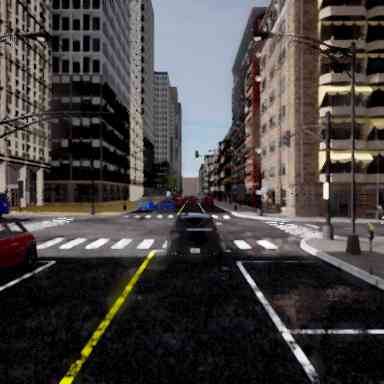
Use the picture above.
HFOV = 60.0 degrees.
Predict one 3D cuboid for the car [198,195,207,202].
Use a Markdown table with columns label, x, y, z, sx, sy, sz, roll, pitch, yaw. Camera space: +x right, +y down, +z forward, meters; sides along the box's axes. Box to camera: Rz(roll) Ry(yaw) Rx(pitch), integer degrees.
| label | x | y | z | sx | sy | sz | roll | pitch | yaw |
| --- | --- | --- | --- | --- | --- | --- | --- | --- | --- |
| car | 2.687 | 1.697 | 85.375 | 2.192 | 1.841 | 5.009 | 0 | 0 | 0 |

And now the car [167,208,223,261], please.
| label | x | y | z | sx | sy | sz | roll | pitch | yaw |
| --- | --- | --- | --- | --- | --- | --- | --- | --- | --- |
| car | 0.100 | 1.557 | 12.566 | 1.837 | 1.490 | 4.892 | 0 | 0 | 0 |

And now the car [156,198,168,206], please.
| label | x | y | z | sx | sy | sz | roll | pitch | yaw |
| --- | --- | --- | --- | --- | --- | --- | --- | --- | --- |
| car | -5.692 | 1.800 | 63.000 | 1.752 | 1.417 | 4.829 | 0 | 0 | 0 |

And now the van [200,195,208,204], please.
| label | x | y | z | sx | sy | sz | roll | pitch | yaw |
| --- | --- | --- | --- | --- | --- | --- | --- | --- | --- |
| van | 2.687 | 1.669 | 74.274 | 1.690 | 1.788 | 3.998 | 0 | 0 | 0 |

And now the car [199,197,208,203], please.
| label | x | y | z | sx | sy | sz | roll | pitch | yaw |
| --- | --- | --- | --- | --- | --- | --- | --- | --- | --- |
| car | 2.688 | 1.906 | 79.823 | 2.008 | 1.369 | 4.403 | 0 | 0 | 0 |

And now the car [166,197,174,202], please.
| label | x | y | z | sx | sy | sz | roll | pitch | yaw |
| --- | --- | --- | --- | --- | --- | --- | --- | --- | --- |
| car | -5.693 | 1.907 | 85.203 | 1.752 | 1.417 | 4.829 | 0 | 0 | 0 |

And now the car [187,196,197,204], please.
| label | x | y | z | sx | sy | sz | roll | pitch | yaw |
| --- | --- | --- | --- | --- | --- | --- | --- | --- | --- |
| car | 0.002 | 1.855 | 70.461 | 1.994 | 1.385 | 4.181 | 0 | 0 | 0 |

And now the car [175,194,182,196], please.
| label | x | y | z | sx | sy | sz | roll | pitch | yaw |
| --- | --- | --- | --- | --- | --- | --- | --- | --- | --- |
| car | -3.000 | 1.532 | 71.499 | 2.150 | 2.045 | 5.566 | 0 | 0 | 0 |

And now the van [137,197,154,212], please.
| label | x | y | z | sx | sy | sz | roll | pitch | yaw |
| --- | --- | --- | --- | --- | --- | --- | --- | --- | --- |
| van | -5.692 | 1.514 | 40.967 | 1.690 | 1.788 | 3.998 | 0 | 0 | 0 |

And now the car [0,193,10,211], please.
| label | x | y | z | sx | sy | sz | roll | pitch | yaw |
| --- | --- | --- | --- | --- | --- | --- | --- | --- | --- |
| car | -16.792 | 1.028 | 25.149 | 5.566 | 2.045 | 2.150 | 1 | 0 | -1 |

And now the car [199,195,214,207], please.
| label | x | y | z | sx | sy | sz | roll | pitch | yaw |
| --- | --- | --- | --- | --- | --- | --- | --- | --- | --- |
| car | 2.688 | 1.565 | 57.621 | 2.192 | 1.841 | 5.009 | 0 | 0 | 0 |

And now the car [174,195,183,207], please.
| label | x | y | z | sx | sy | sz | roll | pitch | yaw |
| --- | --- | --- | --- | --- | --- | --- | --- | --- | --- |
| car | -3.055 | 1.719 | 55.921 | 1.882 | 1.535 | 5.008 | 0 | 0 | 0 |

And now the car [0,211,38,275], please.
| label | x | y | z | sx | sy | sz | roll | pitch | yaw |
| --- | --- | --- | --- | --- | --- | --- | --- | --- | --- |
| car | -5.692 | 1.475 | 8.493 | 1.967 | 1.590 | 4.097 | 0 | 0 | 0 |

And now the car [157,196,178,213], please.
| label | x | y | z | sx | sy | sz | roll | pitch | yaw |
| --- | --- | --- | --- | --- | --- | --- | --- | --- | --- |
| car | -3.089 | 1.648 | 40.244 | 1.882 | 1.535 | 5.008 | 0 | 0 | 0 |

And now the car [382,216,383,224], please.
| label | x | y | z | sx | sy | sz | roll | pitch | yaw |
| --- | --- | --- | --- | --- | --- | --- | --- | --- | --- |
| car | 16.937 | 1.808 | 25.134 | 4.553 | 1.767 | 2.097 | 1 | 0 | 0 |

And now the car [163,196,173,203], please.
| label | x | y | z | sx | sy | sz | roll | pitch | yaw |
| --- | --- | --- | --- | --- | --- | --- | --- | --- | --- |
| car | -5.693 | 1.795 | 79.822 | 1.967 | 1.590 | 4.097 | 0 | 0 | 0 |

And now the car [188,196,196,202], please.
| label | x | y | z | sx | sy | sz | roll | pitch | yaw |
| --- | --- | --- | --- | --- | --- | --- | --- | --- | --- |
| car | 0.000 | 1.686 | 80.468 | 1.882 | 1.535 | 5.008 | 0 | 0 | 0 |
